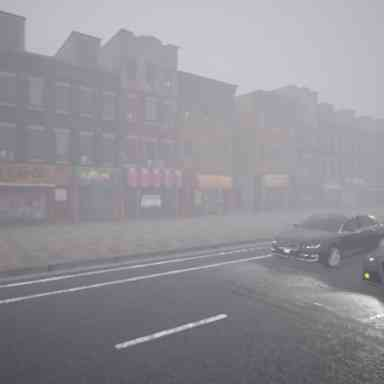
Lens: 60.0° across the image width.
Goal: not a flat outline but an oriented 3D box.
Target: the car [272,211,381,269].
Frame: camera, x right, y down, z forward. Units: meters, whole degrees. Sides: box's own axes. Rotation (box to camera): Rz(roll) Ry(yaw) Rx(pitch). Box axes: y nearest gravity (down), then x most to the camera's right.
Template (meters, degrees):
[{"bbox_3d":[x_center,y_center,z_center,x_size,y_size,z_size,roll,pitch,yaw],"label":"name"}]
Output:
[{"bbox_3d":[4.723,1.445,11.048,4.892,1.490,1.837,0,0,-36],"label":"car"}]

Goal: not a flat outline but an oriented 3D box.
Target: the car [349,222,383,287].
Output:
[{"bbox_3d":[5.863,1.508,7.869,4.181,1.385,1.994,0,0,-36],"label":"car"}]
